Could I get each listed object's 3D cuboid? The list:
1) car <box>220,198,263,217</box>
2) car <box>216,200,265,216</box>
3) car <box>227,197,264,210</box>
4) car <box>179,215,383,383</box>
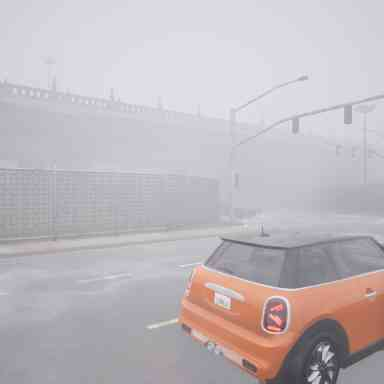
[{"bbox_3d":[3.869,1.560,30.729,1.837,1.490,4.892,0,0,-36],"label":"car"},{"bbox_3d":[4.996,1.603,35.174,2.033,1.411,5.357,0,0,-35],"label":"car"},{"bbox_3d":[7.090,1.533,44.632,1.882,1.535,5.008,0,0,-36],"label":"car"},{"bbox_3d":[2.115,1.352,5.295,4.553,1.767,2.097,0,0,-35],"label":"car"}]
